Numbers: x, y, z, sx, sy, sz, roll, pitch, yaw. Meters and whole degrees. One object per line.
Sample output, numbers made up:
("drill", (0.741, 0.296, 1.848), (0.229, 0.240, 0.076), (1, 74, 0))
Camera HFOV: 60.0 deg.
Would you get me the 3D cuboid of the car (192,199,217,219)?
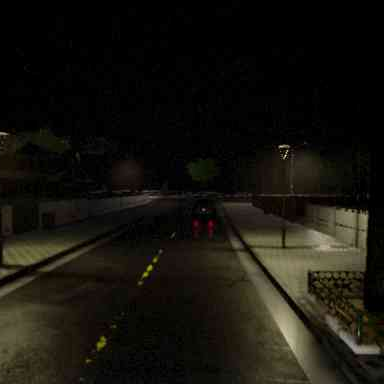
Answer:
("car", (1.036, 1.373, 27.263), (2.033, 1.649, 4.856), (0, 0, 4))
